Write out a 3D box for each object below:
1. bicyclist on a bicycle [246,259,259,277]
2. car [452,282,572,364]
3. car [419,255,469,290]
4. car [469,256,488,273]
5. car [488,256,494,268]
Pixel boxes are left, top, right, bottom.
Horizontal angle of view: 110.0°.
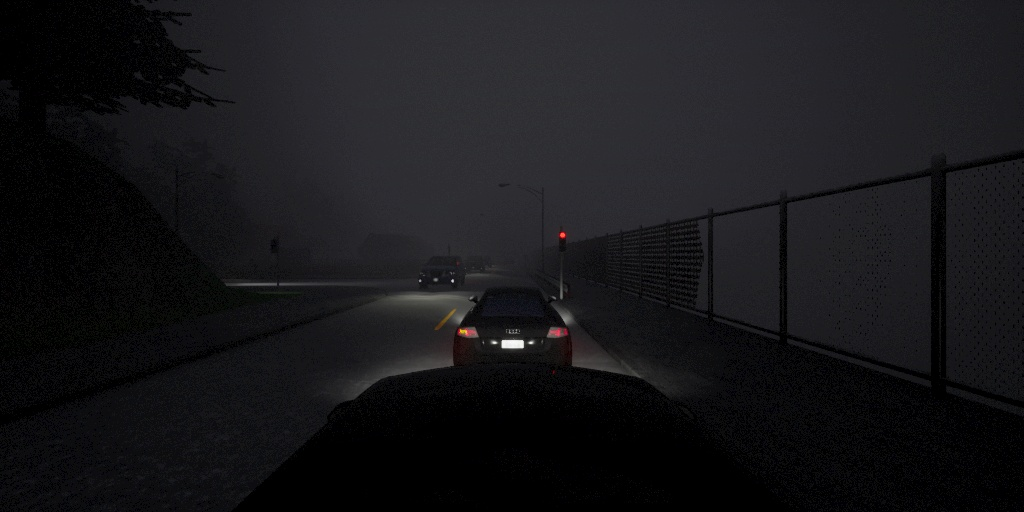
[{"bbox_3d":[-24.055,1.099,33.289,0.582,1.620,1.656,0,0,0],"label":"bicyclist on a bicycle"},{"bbox_3d":[0.017,1.314,7.477,1.994,1.385,4.181,0,0,0],"label":"car"},{"bbox_3d":[-4.273,0.972,22.744,2.150,2.045,5.566,0,0,0],"label":"car"},{"bbox_3d":[-4.445,0.971,43.450,2.150,2.045,5.566,0,0,0],"label":"car"},{"bbox_3d":[-4.562,0.972,59.838,2.150,2.045,5.566,0,0,0],"label":"car"}]
